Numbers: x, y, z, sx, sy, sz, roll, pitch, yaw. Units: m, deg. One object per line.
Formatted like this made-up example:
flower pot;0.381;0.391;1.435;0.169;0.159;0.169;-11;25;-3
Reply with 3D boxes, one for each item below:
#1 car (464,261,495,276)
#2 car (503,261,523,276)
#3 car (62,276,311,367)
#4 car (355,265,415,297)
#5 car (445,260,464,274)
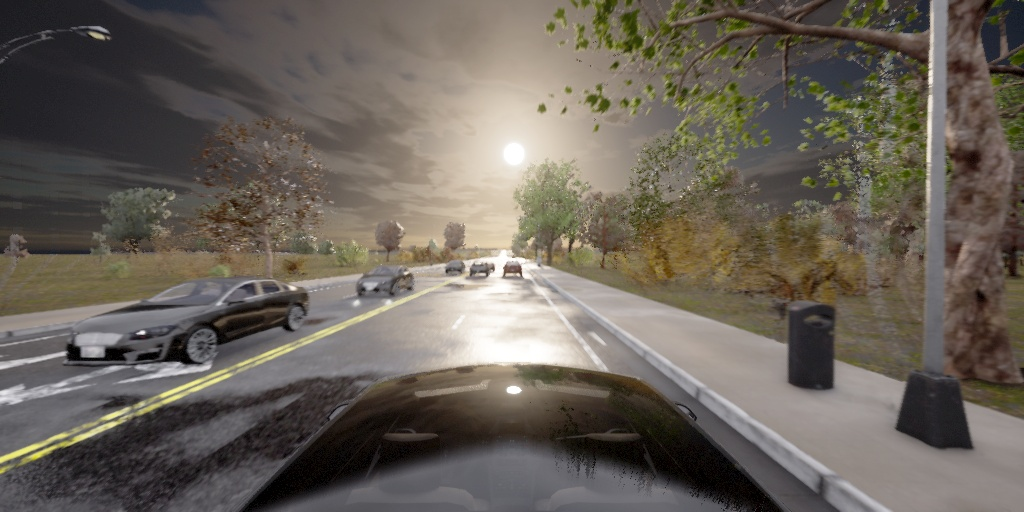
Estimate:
car;-3.178;1.213;36.225;2.128;1.511;4.902;0;0;0
car;0.072;1.198;36.197;1.882;1.535;5.008;0;0;0
car;-6.589;1.243;8.091;2.128;1.511;4.902;0;0;0
car;-6.564;1.234;19.049;2.128;1.511;4.902;0;0;0
car;-6.427;1.223;41.164;1.837;1.490;4.892;0;0;1
